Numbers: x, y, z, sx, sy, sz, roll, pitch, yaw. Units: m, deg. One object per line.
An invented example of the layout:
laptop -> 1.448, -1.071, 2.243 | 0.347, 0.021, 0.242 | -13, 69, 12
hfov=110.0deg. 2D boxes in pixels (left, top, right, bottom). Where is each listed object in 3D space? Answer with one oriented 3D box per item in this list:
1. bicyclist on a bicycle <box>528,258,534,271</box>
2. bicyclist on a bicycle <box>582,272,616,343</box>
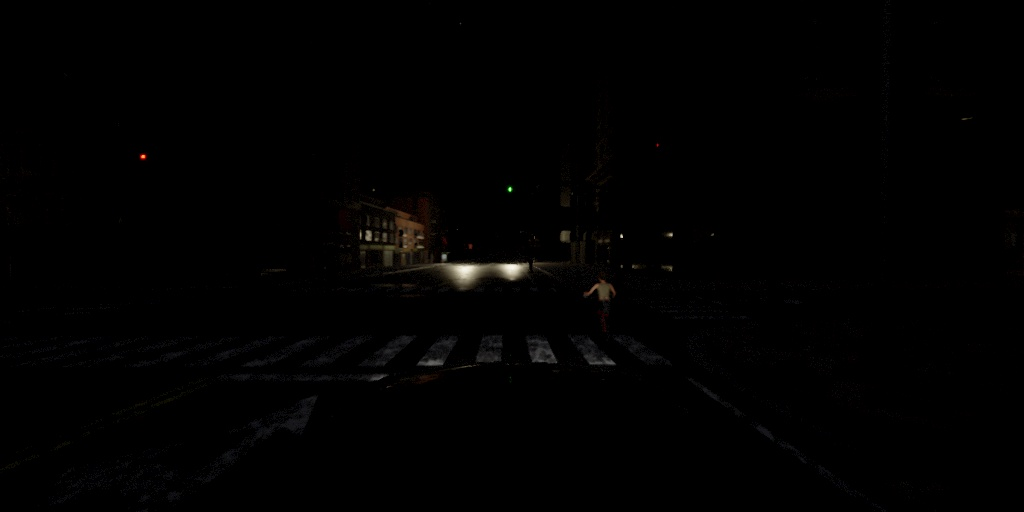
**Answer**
bicyclist on a bicycle -> 2.249, 1.095, 42.545 | 0.659, 1.776, 1.843 | 0, 0, 0
bicyclist on a bicycle -> 2.172, 1.181, 8.710 | 0.866, 1.612, 1.509 | 0, 0, 0
